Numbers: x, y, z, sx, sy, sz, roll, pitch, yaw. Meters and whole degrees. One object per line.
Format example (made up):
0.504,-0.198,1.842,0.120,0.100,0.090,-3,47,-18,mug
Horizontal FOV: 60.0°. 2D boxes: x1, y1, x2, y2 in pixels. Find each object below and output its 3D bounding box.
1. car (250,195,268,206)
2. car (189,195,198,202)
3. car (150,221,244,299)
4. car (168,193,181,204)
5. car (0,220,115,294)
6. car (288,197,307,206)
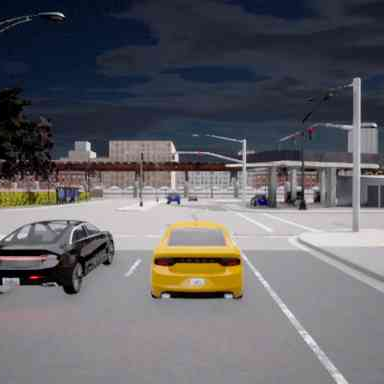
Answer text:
9.880,1.238,48.740,2.242,1.667,4.611,0,0,1,car
0.254,1.422,73.449,1.994,1.385,4.181,0,0,0,car
0.111,1.465,8.481,1.882,1.535,5.008,0,0,0,car
-3.188,1.117,59.925,2.150,2.045,5.566,0,0,0,car
-3.387,1.471,8.702,2.128,1.511,4.902,0,0,0,car
15.627,1.410,49.483,1.970,1.475,3.806,0,0,1,car
